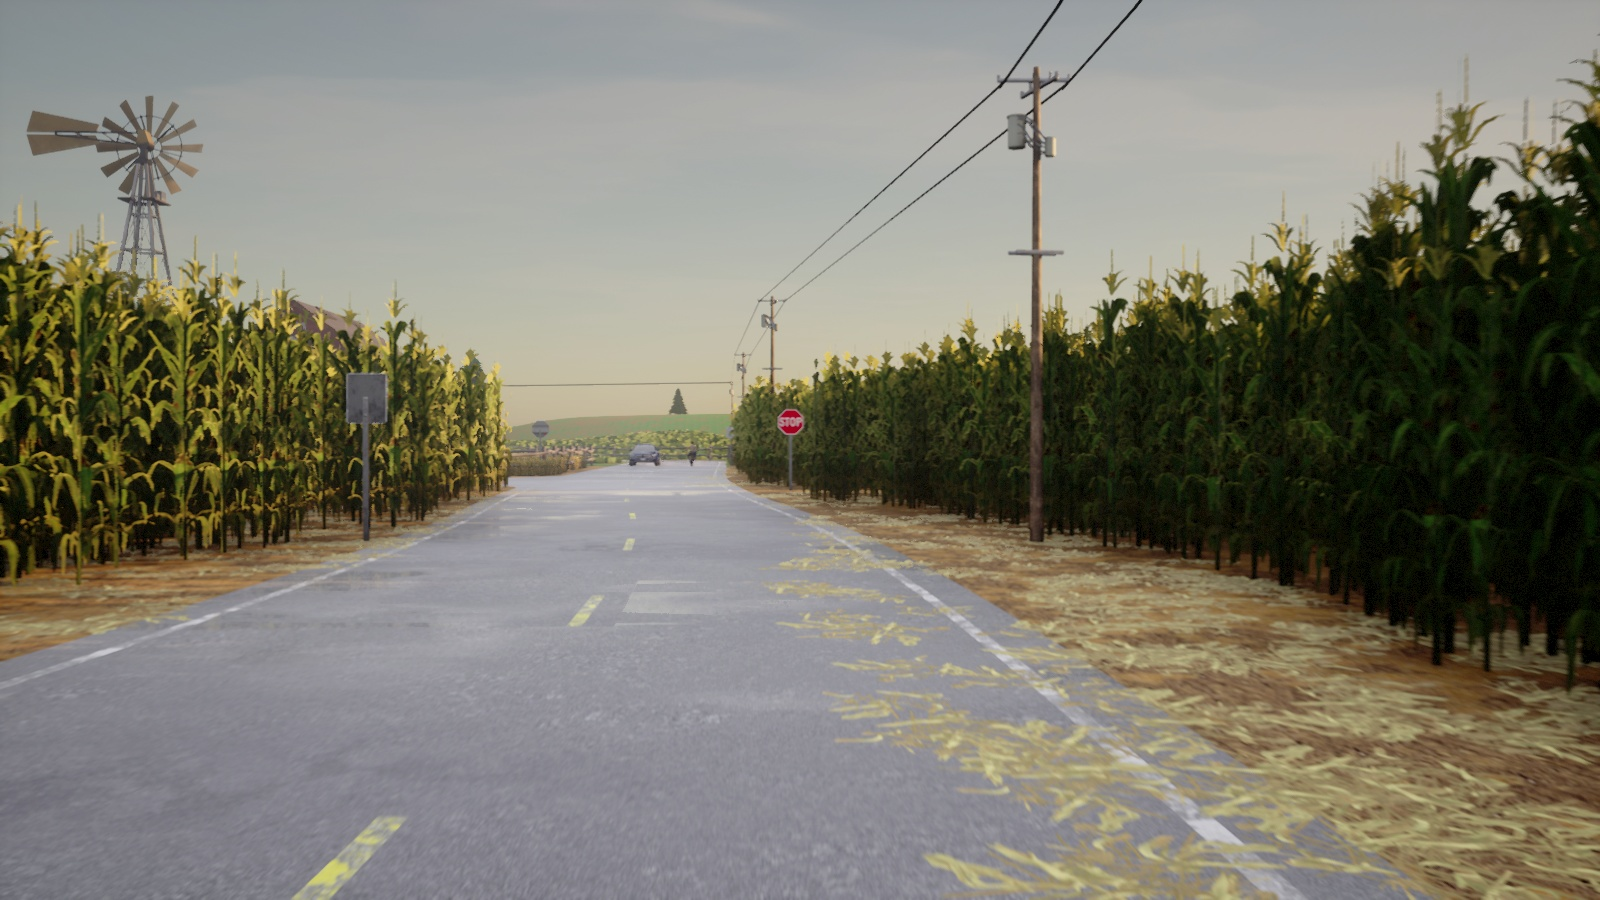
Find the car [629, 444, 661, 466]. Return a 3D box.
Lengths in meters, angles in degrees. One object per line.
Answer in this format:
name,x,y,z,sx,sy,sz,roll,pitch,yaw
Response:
car,-10.082,0.304,82.024,1.812,1.442,4.674,0,0,-4
